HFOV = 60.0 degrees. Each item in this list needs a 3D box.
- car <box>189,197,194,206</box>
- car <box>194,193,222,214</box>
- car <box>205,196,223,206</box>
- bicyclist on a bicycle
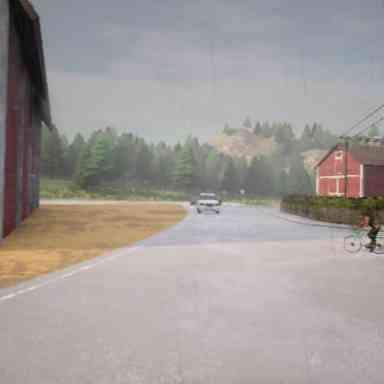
[{"bbox_3d":[0.654,1.478,52.148,1.837,1.490,4.892,2,0,-5],"label":"car"},{"bbox_3d":[1.698,1.192,35.598,2.150,2.045,5.566,2,1,-1],"label":"car"},{"bbox_3d":[3.732,1.475,57.258,1.882,1.535,5.008,2,0,-9],"label":"car"},{"bbox_3d":[6.820,1.616,13.030,1.656,1.620,0.582,1,0,11],"label":"bicyclist on a bicycle"}]
